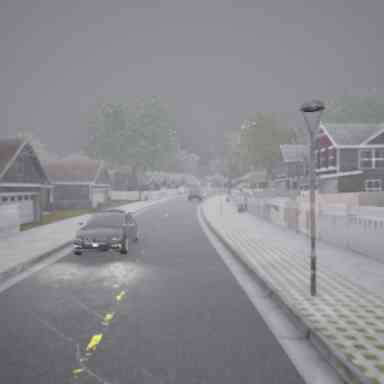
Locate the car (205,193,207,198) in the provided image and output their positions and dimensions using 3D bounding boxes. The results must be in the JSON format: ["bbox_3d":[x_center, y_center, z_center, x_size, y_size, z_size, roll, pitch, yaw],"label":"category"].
[{"bbox_3d":[1.970,0.581,67.612,1.895,1.301,4.718,0,1,10],"label":"car"}]

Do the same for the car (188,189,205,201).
[{"bbox_3d":[0.586,0.488,56.940,2.150,2.045,5.566,0,1,6],"label":"car"}]

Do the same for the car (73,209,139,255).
[{"bbox_3d":[-3.275,1.496,13.360,1.837,1.490,4.892,0,0,-2],"label":"car"}]
